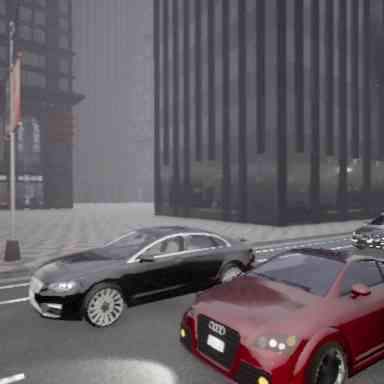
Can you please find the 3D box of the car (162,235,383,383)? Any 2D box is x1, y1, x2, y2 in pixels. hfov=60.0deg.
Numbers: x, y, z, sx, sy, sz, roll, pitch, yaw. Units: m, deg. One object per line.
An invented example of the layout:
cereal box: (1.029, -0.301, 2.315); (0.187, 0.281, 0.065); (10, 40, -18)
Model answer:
car: (1.904, 1.601, 5.046); (4.181, 1.385, 1.994); (1, 0, -35)

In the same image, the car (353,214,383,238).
car: (8.601, 1.623, 13.838); (4.892, 1.490, 1.837); (1, -1, -36)

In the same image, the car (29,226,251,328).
car: (-0.756, 1.526, 7.142); (4.902, 1.511, 2.128); (1, 0, -36)
